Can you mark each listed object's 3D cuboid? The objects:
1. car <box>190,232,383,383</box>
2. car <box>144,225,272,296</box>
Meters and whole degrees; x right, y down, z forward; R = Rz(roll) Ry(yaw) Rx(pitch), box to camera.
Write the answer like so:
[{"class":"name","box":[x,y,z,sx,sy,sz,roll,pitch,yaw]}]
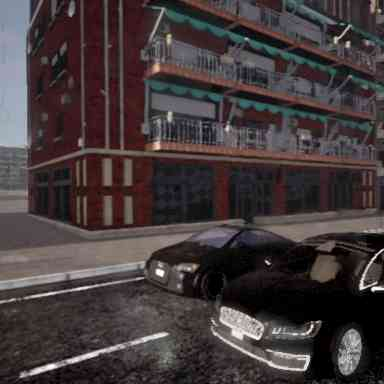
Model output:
[{"class":"car","box":[2.532,1.491,5.490,4.892,1.490,1.837,0,0,-35]},{"class":"car","box":[0.934,1.549,8.342,4.181,1.385,1.994,0,0,-35]}]
